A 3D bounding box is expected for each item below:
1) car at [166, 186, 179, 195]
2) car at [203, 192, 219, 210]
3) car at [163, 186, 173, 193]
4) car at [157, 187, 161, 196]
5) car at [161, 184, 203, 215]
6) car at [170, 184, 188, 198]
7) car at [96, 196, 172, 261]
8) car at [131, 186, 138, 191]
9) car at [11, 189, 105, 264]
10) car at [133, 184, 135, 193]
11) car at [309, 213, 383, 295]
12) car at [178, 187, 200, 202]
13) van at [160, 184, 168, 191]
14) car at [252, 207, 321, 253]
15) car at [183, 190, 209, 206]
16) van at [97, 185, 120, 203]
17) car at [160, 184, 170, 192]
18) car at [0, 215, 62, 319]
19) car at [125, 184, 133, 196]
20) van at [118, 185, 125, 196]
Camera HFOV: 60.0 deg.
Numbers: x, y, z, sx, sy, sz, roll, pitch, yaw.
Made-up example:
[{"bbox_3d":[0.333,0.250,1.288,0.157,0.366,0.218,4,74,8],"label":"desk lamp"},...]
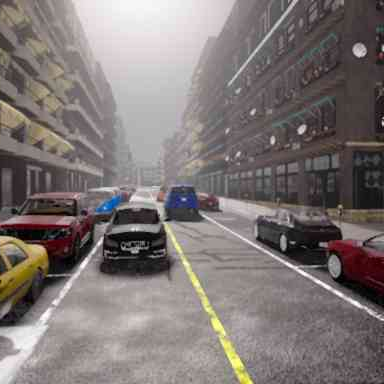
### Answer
[{"bbox_3d":[-3.595,-0.355,60.924,1.967,1.590,4.097,1,1,-8],"label":"car"},{"bbox_3d":[1.127,0.699,28.092,1.887,1.381,4.507,1,1,-8],"label":"car"},{"bbox_3d":[-5.161,-0.516,71.875,1.802,1.307,4.206,1,1,-8],"label":"car"},{"bbox_3d":[-3.269,0.117,41.053,2.097,1.767,4.553,0,2,-8],"label":"car"},{"bbox_3d":[-0.879,0.486,24.219,2.150,2.045,5.566,0,2,-8],"label":"car"},{"bbox_3d":[-2.028,-0.170,49.973,2.192,1.841,5.009,1,1,-8],"label":"car"},{"bbox_3d":[-1.835,1.150,11.084,1.837,1.490,4.892,0,4,-8],"label":"car"},{"bbox_3d":[-16.064,-1.089,92.716,1.802,1.307,4.206,1,1,-8],"label":"car"},{"bbox_3d":[-4.332,0.973,10.617,2.192,1.841,5.009,1,2,-8],"label":"car"},{"bbox_3d":[-9.021,-0.004,43.450,2.192,1.841,5.009,1,1,-8],"label":"car"},{"bbox_3d":[4.252,1.365,6.200,1.887,1.381,4.507,1,2,-8],"label":"car"},{"bbox_3d":[-0.426,0.272,39.036,1.967,1.590,4.097,1,1,-8],"label":"car"},{"bbox_3d":[-7.501,-1.195,88.292,1.690,1.788,3.998,1,1,-8],"label":"van"},{"bbox_3d":[3.470,1.201,11.674,2.008,1.369,4.403,1,2,-8],"label":"car"},{"bbox_3d":[0.345,0.537,33.564,1.887,1.381,4.507,1,1,-8],"label":"car"},{"bbox_3d":[-5.896,0.666,21.560,1.690,1.788,3.998,1,2,-8],"label":"van"},{"bbox_3d":[-6.719,-1.077,82.817,2.192,1.841,5.009,1,1,-8],"label":"car"},{"bbox_3d":[-3.533,1.358,4.980,1.752,1.417,4.829,1,2,-8],"label":"car"},{"bbox_3d":[-8.240,0.155,37.978,2.192,1.841,5.009,1,1,-8],"label":"car"},{"bbox_3d":[-6.678,0.503,27.034,1.690,1.788,3.998,1,1,-8],"label":"van"}]
